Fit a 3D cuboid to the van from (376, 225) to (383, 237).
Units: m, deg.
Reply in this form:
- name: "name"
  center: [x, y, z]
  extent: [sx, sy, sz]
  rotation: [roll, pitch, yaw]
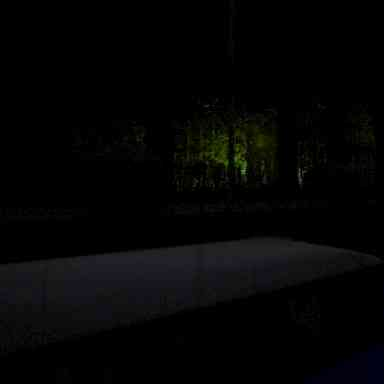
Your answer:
- name: "van"
  center: [4.441, 1.320, 5.459]
  extent: [3.998, 1.788, 1.690]
  rotation: [0, 0, -34]

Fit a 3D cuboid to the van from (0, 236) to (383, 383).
- name: "van"
  center: [-0.224, 1.316, 2.258]
  extent: [3.998, 1.788, 1.690]
  rotation: [0, 0, -34]
